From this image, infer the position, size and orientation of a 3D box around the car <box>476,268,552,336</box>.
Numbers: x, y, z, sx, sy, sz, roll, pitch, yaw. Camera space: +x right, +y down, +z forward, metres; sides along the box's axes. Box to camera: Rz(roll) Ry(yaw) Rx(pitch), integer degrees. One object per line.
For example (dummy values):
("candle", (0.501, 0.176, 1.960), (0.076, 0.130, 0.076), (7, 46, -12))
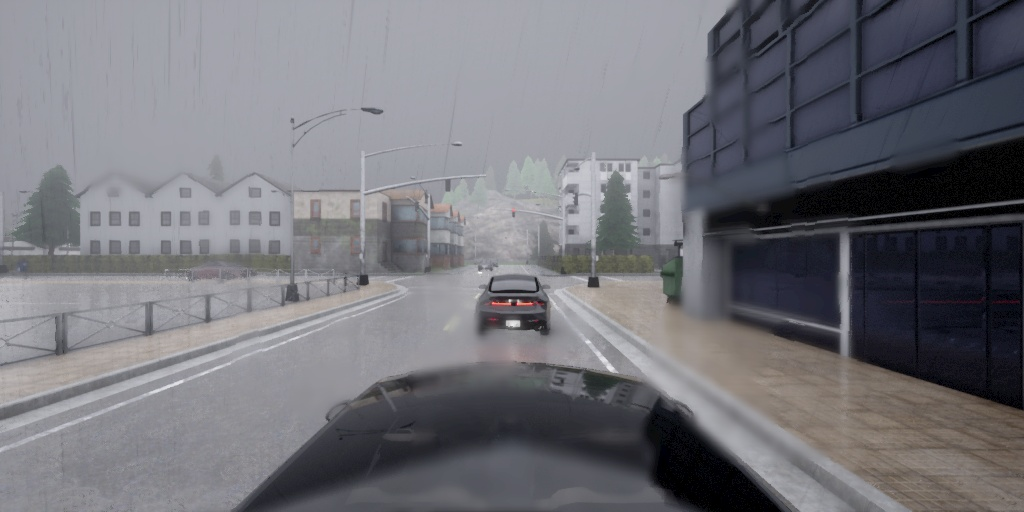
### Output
("car", (0.069, 1.254, 10.365), (1.837, 1.490, 4.892), (0, 0, 1))

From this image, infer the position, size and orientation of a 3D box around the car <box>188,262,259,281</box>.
("car", (-21.295, 1.136, 26.532), (4.181, 1.385, 1.994), (0, 0, 0))

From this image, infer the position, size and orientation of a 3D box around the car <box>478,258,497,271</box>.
("car", (-3.509, 1.238, 48.334), (2.128, 1.511, 4.902), (0, 0, 0))
